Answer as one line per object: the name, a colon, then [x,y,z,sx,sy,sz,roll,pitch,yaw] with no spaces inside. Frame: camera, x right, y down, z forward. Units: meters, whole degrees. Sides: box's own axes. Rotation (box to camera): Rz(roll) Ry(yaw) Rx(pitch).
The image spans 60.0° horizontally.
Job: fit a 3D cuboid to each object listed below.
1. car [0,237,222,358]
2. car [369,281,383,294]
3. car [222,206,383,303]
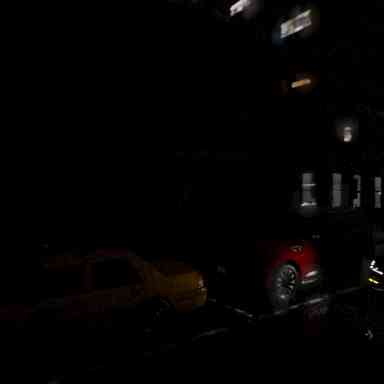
car: [-2.002,1.529,5.117,4.829,1.417,1.752,0,1,-36]
car: [5.949,1.528,7.626,4.892,1.490,1.837,0,0,-36]
car: [2.672,1.333,8.450,5.009,1.841,2.192,0,1,-36]
